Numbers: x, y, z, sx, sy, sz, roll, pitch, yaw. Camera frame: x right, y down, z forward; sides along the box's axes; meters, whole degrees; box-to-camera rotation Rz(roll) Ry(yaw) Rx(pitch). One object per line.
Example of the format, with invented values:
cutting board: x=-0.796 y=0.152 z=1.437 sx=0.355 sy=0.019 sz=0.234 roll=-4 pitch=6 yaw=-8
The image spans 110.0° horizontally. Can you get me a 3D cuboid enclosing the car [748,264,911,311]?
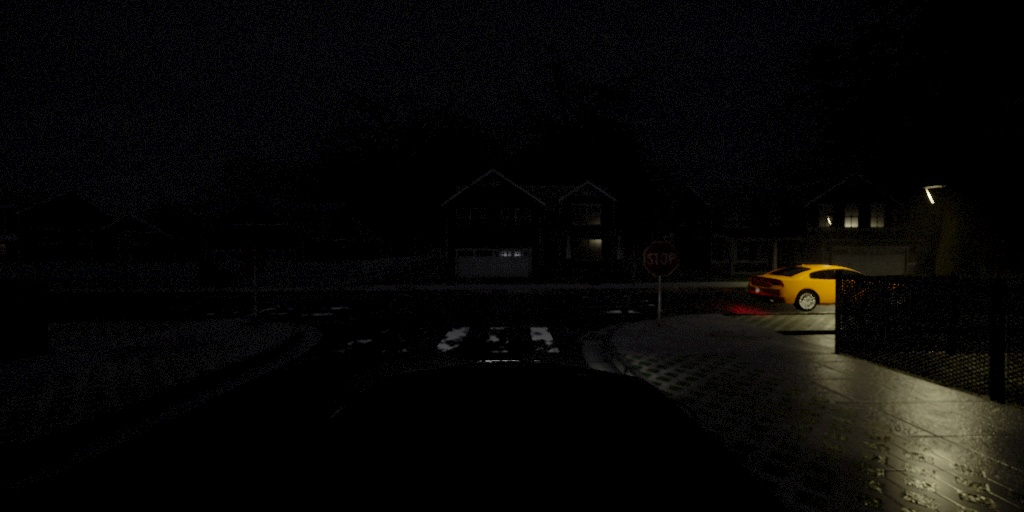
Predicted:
car: x=11.350 y=1.060 z=12.967 sx=5.008 sy=1.535 sz=1.882 roll=-1 pitch=2 yaw=0
